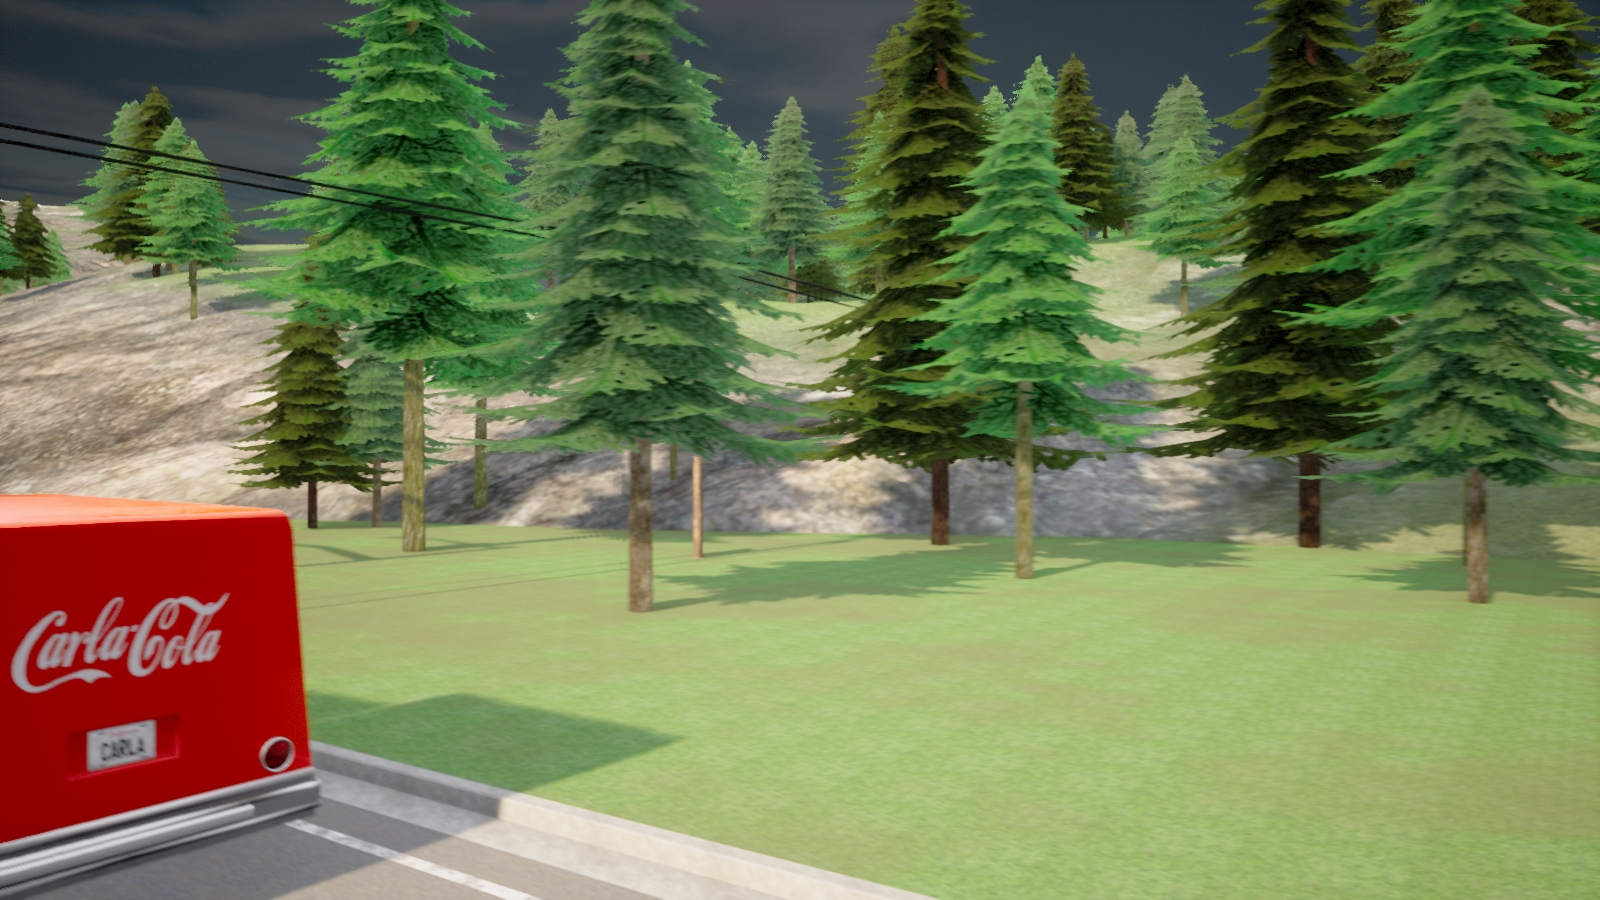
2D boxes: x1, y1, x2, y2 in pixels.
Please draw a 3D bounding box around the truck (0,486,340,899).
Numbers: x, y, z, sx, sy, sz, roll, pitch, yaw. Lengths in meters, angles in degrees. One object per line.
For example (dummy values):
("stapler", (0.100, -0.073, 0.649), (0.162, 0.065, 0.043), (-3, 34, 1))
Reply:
("truck", (-5.915, 1.565, 7.906), (5.204, 2.467, 2.627), (0, 0, 34))
